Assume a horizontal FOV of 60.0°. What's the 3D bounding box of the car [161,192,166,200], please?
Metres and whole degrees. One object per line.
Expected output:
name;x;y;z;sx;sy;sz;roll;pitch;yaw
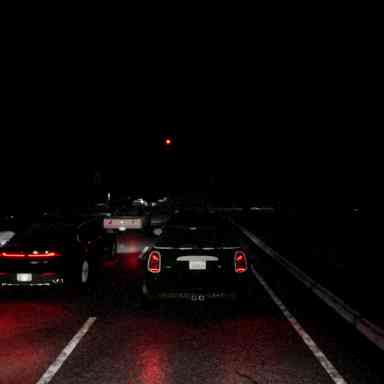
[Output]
car;-7.097;0.945;70.826;2.033;1.411;5.357;0;1;-1

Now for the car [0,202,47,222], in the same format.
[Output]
car;-10.613;1.362;20.309;2.128;1.511;4.902;0;0;0

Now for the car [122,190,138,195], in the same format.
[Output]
car;-10.627;0.929;53.912;2.097;1.767;4.553;0;0;0

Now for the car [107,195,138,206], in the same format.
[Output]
car;-7.122;1.303;33.474;2.033;1.411;5.357;0;1;0

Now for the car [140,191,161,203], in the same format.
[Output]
car;-7.127;1.090;57.746;2.033;1.411;5.357;0;1;0

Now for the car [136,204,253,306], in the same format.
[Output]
car;0.098;1.323;8.118;2.097;1.767;4.553;0;0;0

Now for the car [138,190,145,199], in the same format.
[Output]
car;-10.573;0.659;68.111;2.150;2.045;5.566;0;0;0

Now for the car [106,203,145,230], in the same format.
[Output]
car;-3.412;1.487;18.496;1.895;1.301;4.718;0;0;0

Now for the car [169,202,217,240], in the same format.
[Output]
car;0.083;1.388;17.315;2.128;1.511;4.902;0;0;1

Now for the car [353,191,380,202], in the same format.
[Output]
car;21.927;0.923;39.732;5.566;2.045;2.150;0;1;-3

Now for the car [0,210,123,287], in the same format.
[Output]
car;-3.403;1.468;9.175;1.837;1.490;4.892;0;0;0

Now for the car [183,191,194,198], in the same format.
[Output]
car;-0.571;0.709;86.123;1.812;1.442;4.674;0;1;-4

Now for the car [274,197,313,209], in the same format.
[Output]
car;12.176;1.307;39.178;4.718;1.301;1.895;0;1;-3

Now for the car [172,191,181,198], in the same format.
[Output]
car;-4.046;0.693;85.626;1.837;1.490;4.892;0;1;-4

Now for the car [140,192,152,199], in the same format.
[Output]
car;-10.752;0.831;78.354;2.128;1.511;4.902;0;1;-1

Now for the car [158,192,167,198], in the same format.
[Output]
car;-7.530;0.743;85.258;2.033;1.411;5.357;0;1;-3
